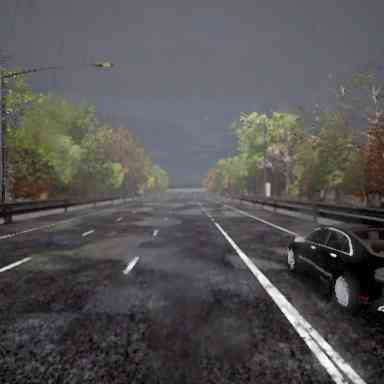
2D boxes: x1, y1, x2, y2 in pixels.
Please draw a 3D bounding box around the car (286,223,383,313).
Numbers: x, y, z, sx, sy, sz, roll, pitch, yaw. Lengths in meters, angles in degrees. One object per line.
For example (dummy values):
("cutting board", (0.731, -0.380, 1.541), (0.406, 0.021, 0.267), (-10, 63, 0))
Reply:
("car", (3.622, 1.468, 7.511), (1.837, 1.490, 4.892), (0, 0, -2))
